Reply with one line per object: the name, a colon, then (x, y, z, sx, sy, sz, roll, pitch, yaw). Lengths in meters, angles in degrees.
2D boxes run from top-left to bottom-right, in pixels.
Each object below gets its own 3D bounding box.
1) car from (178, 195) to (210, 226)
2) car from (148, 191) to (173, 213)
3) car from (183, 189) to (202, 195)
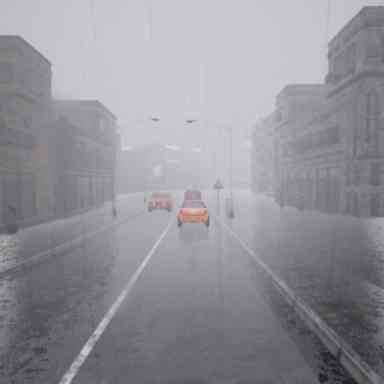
car: (0.100, 1.322, 23.388, 2.097, 1.767, 4.553, 0, 0, 0)
car: (-3.096, 0.966, 33.691, 2.150, 2.045, 5.566, 0, 2, 0)
car: (0.098, 0.556, 42.578, 2.150, 2.045, 5.566, 0, 3, 0)
